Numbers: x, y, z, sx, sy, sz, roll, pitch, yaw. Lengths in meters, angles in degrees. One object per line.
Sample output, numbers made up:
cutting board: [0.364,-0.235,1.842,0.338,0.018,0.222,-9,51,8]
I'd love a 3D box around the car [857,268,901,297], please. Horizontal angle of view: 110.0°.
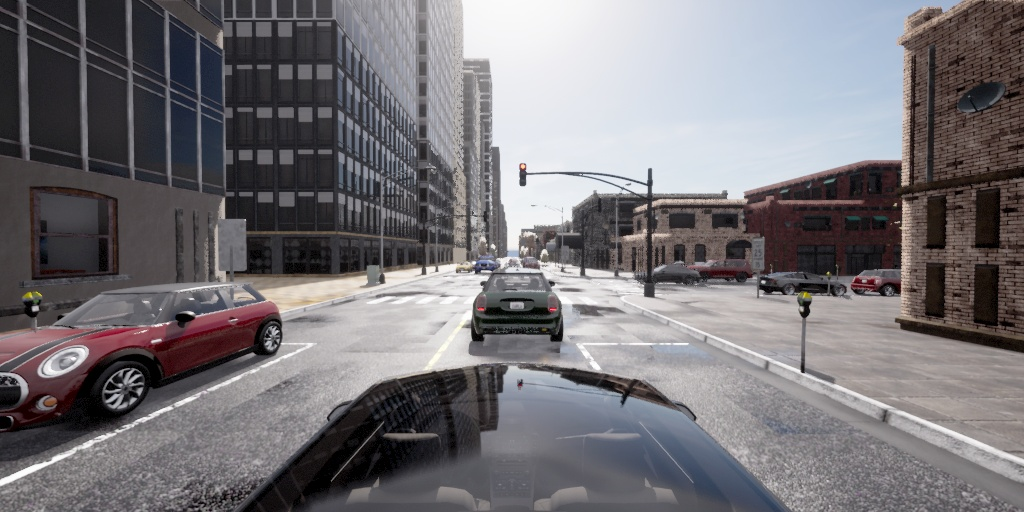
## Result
car: [22.002,1.478,20.393,4.097,1.591,1.967,0,0,1]

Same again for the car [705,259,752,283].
car: [16.581,1.171,28.855,5.009,1.841,2.192,0,0,1]

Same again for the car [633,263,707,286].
car: [11.306,1.373,26.283,4.674,1.442,1.812,1,1,0]

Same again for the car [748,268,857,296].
car: [16.455,1.551,20.477,4.313,1.339,1.948,0,0,1]

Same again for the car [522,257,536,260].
car: [2.800,1.190,49.170,1.967,1.591,4.097,0,0,0]

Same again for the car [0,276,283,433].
car: [-5.682,1.189,5.653,1.967,1.591,4.097,0,0,0]

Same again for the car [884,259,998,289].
car: [30.998,1.255,26.032,5.566,2.045,2.150,0,1,1]

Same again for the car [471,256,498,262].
car: [-2.996,0.971,41.535,2.150,2.045,5.566,0,0,1]

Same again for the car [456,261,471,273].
car: [-5.732,1.275,43.431,1.751,1.417,4.829,0,0,0]

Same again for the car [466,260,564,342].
car: [0.154,1.102,9.947,2.097,1.767,4.553,0,0,1]

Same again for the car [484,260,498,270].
car: [-2.977,1.276,51.725,1.812,1.442,4.674,0,0,0]
